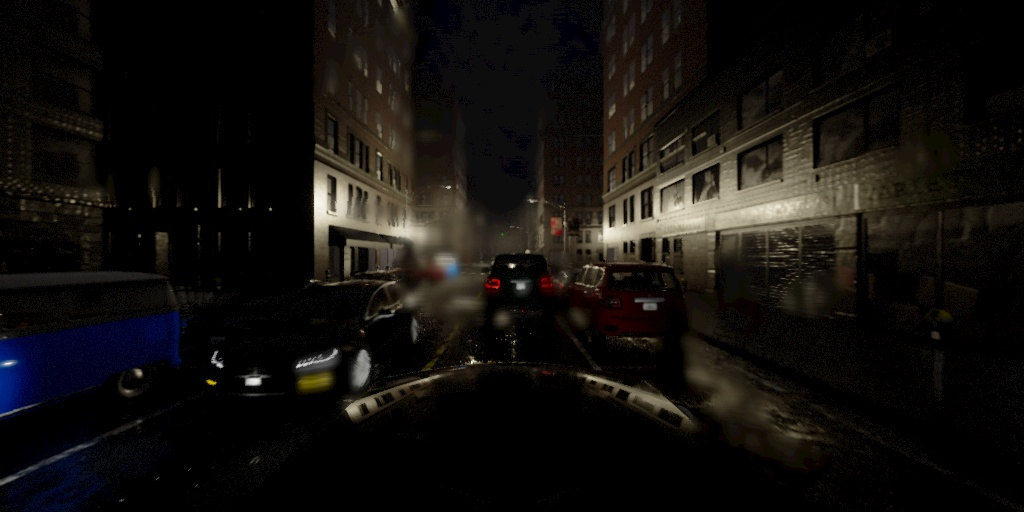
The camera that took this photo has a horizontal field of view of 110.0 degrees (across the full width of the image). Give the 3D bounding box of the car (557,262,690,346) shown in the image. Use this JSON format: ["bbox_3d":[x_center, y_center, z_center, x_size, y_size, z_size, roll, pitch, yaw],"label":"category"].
[{"bbox_3d":[2.670,1.061,9.332,2.192,1.841,5.009,0,0,0],"label":"car"}]

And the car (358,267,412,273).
[{"bbox_3d":[-5.854,1.309,14.914,1.948,1.339,4.313,0,0,0],"label":"car"}]

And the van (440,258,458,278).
[{"bbox_3d":[-5.850,1.073,31.672,1.690,1.789,3.998,0,0,0],"label":"van"}]

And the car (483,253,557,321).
[{"bbox_3d":[0.162,0.961,12.527,2.150,2.045,5.566,0,-1,-2],"label":"car"}]

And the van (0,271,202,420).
[{"bbox_3d":[-5.857,1.090,3.742,1.690,1.789,3.998,0,0,0],"label":"van"}]

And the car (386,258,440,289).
[{"bbox_3d":[-5.852,1.054,20.499,2.192,1.841,5.009,0,0,0],"label":"car"}]

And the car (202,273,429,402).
[{"bbox_3d":[-3.099,1.252,6.729,1.837,1.490,4.892,0,0,0],"label":"car"}]

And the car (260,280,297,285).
[{"bbox_3d":[-5.855,1.312,9.328,1.948,1.339,4.313,0,0,0],"label":"car"}]

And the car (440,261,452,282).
[{"bbox_3d":[-5.851,1.281,26.086,1.888,1.381,4.507,0,0,0],"label":"car"}]
